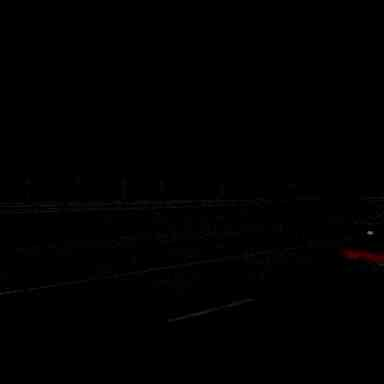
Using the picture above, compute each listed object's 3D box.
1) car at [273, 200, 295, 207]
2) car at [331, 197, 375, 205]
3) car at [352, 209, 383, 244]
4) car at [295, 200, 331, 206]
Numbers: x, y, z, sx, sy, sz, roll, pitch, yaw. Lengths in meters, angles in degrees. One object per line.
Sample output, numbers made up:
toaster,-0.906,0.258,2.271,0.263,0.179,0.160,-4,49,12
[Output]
car,11.325,1.572,37.934,4.718,1.301,1.895,0,0,-36
car,16.288,1.324,32.876,4.553,1.767,2.097,0,0,-36
car,9.005,1.449,14.505,5.008,1.535,1.882,0,0,-36
car,13.366,1.572,35.092,4.718,1.301,1.895,0,0,-36
